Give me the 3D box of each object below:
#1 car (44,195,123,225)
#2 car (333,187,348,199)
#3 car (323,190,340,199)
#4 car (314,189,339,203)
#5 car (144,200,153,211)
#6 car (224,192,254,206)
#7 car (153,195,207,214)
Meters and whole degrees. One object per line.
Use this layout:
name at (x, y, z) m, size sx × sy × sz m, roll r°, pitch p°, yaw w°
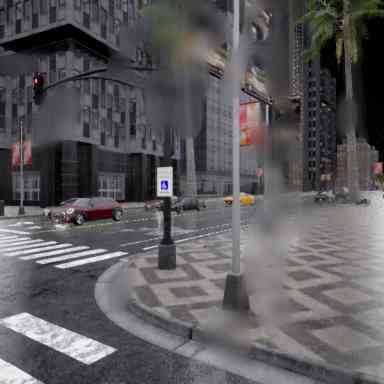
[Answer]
car at (-6.689, 1.075, 21.467) m, size 2.097 × 1.767 × 4.553 m, roll 0°, pitch 1°, yaw 35°
car at (23.683, 0.232, 52.762) m, size 2.150 × 2.045 × 5.566 m, roll 0°, pitch 1°, yaw 36°
car at (25.768, 0.353, 61.321) m, size 1.882 × 1.535 × 5.008 m, roll 0°, pitch 1°, yaw 36°
car at (17.823, 0.677, 44.481) m, size 1.837 × 1.490 × 4.892 m, roll 0°, pitch 1°, yaw 35°
car at (-2.649, 1.040, 32.782) m, size 1.812 × 1.442 × 4.674 m, roll 0°, pitch 1°, yaw 35°
car at (5.475, 0.835, 38.621) m, size 1.882 × 1.535 × 5.008 m, roll 0°, pitch 1°, yaw 35°
car at (-0.739, 1.089, 29.870) m, size 2.033 × 1.411 × 5.357 m, roll 0°, pitch 1°, yaw 35°
